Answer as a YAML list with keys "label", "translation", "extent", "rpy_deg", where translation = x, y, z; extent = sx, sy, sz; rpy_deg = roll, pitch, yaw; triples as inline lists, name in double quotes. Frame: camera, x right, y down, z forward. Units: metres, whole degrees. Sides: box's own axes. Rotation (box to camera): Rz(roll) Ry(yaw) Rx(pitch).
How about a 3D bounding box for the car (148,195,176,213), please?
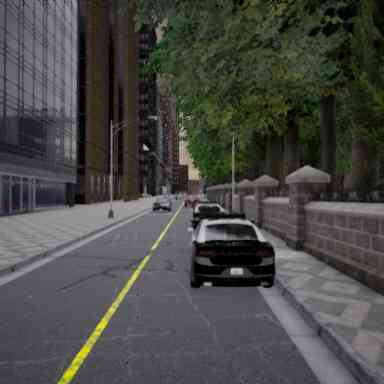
- label: "car"
  translation: [-3.088, 1.373, 35.414]
  extent: [2.033, 1.411, 5.357]
  rpy_deg: [0, 0, 0]

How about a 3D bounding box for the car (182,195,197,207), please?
- label: "car"
  translation: [0.050, 1.130, 46.653]
  extent: [2.097, 1.767, 4.553]
  rpy_deg: [0, 0, 1]

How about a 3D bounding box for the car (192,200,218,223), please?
- label: "car"
  translation: [0.908, 1.400, 25.165]
  extent: [1.812, 1.442, 4.674]
  rpy_deg: [0, 0, 0]

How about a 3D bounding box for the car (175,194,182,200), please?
- label: "car"
  translation: [-2.977, 1.146, 75.134]
  extent: [1.837, 1.490, 4.892]
  rpy_deg: [0, 0, 0]

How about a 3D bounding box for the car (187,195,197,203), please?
- label: "car"
  translation: [0.019, 1.246, 61.408]
  extent: [1.812, 1.442, 4.674]
  rpy_deg: [0, 0, 0]

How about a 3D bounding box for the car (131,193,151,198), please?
- label: "car"
  translation: [-14.610, 1.101, 93.532]
  extent: [4.403, 1.369, 2.008]
  rpy_deg: [0, -1, 0]

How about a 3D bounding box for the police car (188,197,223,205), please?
- label: "police car"
  translation: [0.906, 1.328, 19.273]
  extent: [1.930, 1.638, 5.238]
  rpy_deg: [0, 0, 0]

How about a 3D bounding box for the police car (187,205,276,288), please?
- label: "police car"
  translation: [0.903, 1.379, 9.270]
  extent: [1.930, 1.638, 5.238]
  rpy_deg: [0, 0, 0]
